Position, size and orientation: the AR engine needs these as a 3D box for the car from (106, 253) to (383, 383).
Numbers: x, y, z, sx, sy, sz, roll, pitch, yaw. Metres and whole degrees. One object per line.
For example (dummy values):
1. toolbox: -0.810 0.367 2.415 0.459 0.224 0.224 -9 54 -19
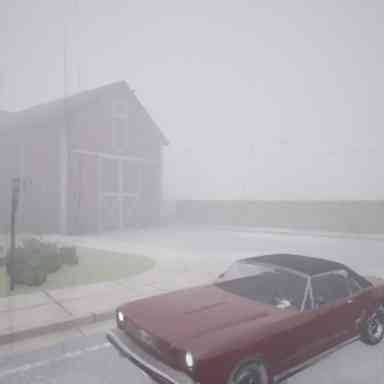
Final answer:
1. car: 1.229 1.697 4.988 4.718 1.301 1.895 1 -2 -38
